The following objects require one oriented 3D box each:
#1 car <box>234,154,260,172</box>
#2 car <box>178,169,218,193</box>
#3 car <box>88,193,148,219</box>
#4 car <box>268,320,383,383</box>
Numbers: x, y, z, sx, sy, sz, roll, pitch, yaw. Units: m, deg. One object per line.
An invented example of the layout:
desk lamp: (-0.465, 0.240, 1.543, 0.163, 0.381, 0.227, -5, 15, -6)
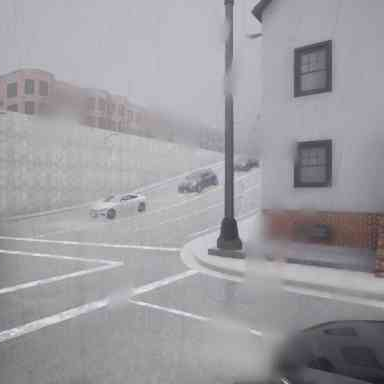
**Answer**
car: (6.236, -3.503, 39.357, 2.097, 1.767, 4.553, 0, 14, 35)
car: (0.553, -1.125, 31.338, 2.097, 1.767, 4.553, 0, 13, 34)
car: (-5.071, 0.864, 23.311, 1.812, 1.442, 4.674, 0, 7, 35)
car: (2.773, 1.526, 1.993, 4.674, 1.442, 1.812, 0, 0, 36)
